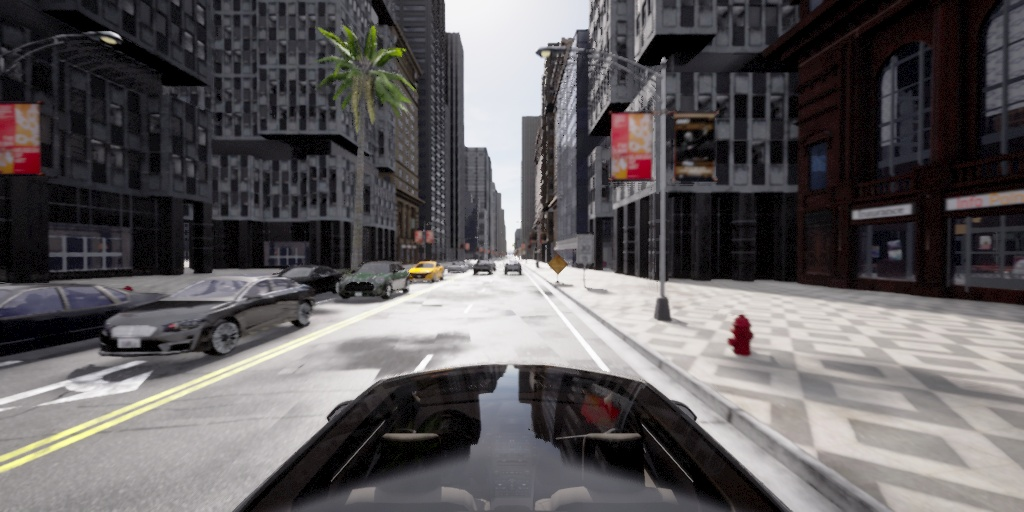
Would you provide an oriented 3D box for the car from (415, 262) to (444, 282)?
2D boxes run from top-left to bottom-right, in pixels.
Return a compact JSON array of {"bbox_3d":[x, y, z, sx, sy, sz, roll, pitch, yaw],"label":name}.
[{"bbox_3d":[-6.581,1.175,27.954,1.882,1.535,5.008,0,0,0],"label":"car"}]

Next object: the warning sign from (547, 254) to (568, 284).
[{"bbox_3d":[2.857,0.812,22.509,1.300,1.860,1.060,0,0,0],"label":"warning sign"}]

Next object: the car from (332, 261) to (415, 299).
[{"bbox_3d":[-6.592,1.054,17.659,2.097,1.767,4.553,0,0,0],"label":"car"}]

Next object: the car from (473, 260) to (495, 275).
[{"bbox_3d":[-3.134,1.222,38.940,1.837,1.490,4.892,0,0,0],"label":"car"}]

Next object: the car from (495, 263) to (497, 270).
[{"bbox_3d":[-3.183,1.301,50.197,2.033,1.411,5.357,0,0,0],"label":"car"}]

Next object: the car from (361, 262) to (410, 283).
[{"bbox_3d":[-9.840,1.245,28.328,2.033,1.411,5.357,0,0,-1],"label":"car"}]

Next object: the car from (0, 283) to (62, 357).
[{"bbox_3d":[-9.850,1.276,7.172,2.033,1.411,5.357,0,0,0],"label":"car"}]

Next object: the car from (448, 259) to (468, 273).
[{"bbox_3d":[-6.484,1.383,43.061,1.895,1.301,4.718,0,0,0],"label":"car"}]

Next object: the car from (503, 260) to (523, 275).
[{"bbox_3d":[0.118,1.209,38.950,2.128,1.511,4.902,0,0,0],"label":"car"}]

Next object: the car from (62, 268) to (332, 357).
[{"bbox_3d":[-6.611,1.215,8.563,2.128,1.511,4.902,0,0,-2],"label":"car"}]

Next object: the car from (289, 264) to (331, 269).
[{"bbox_3d":[-9.844,1.180,16.984,1.882,1.535,5.008,0,0,0],"label":"car"}]
